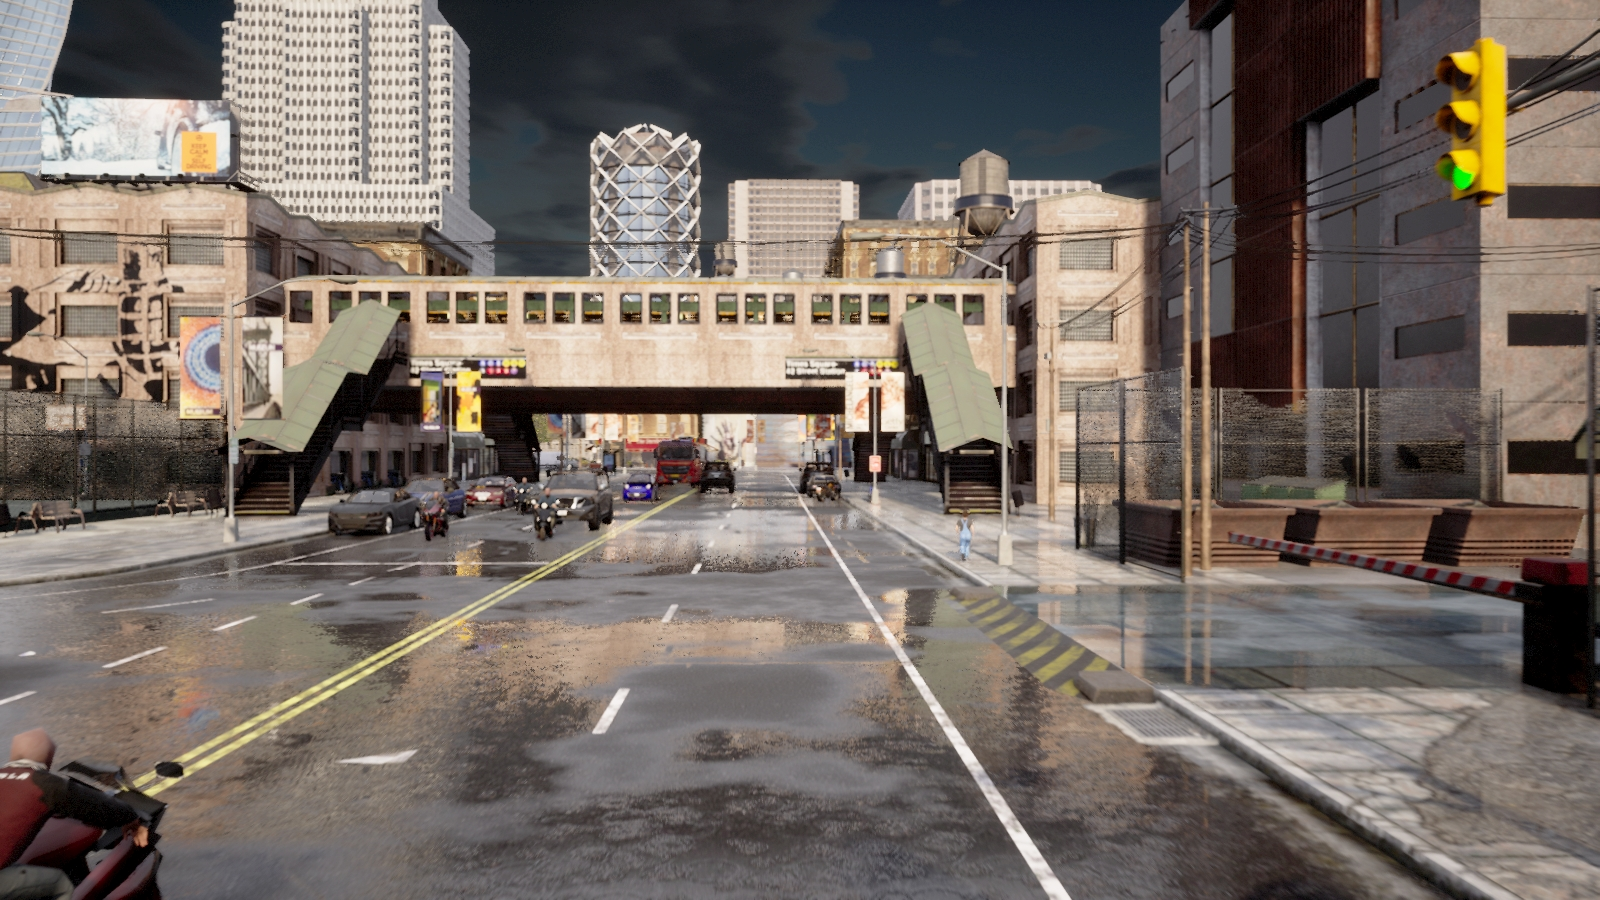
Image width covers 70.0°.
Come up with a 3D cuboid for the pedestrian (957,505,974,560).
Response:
[{"bbox_3d":[3.972,1.973,27.445,0.375,1.300,0.375,0,0,3],"label":"pedestrian"}]

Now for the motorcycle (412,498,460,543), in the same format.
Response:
[{"bbox_3d":[-11.447,2.201,36.014,0.867,1.251,2.209,0,0,-2],"label":"motorcycle"}]

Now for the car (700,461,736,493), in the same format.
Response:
[{"bbox_3d":[-5.473,1.771,76.615,2.150,2.045,5.566,0,0,-2],"label":"car"}]

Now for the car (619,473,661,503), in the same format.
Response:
[{"bbox_3d":[-8.654,2.031,62.099,1.845,1.501,3.633,0,0,-1],"label":"car"}]

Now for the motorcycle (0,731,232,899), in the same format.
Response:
[{"bbox_3d":[-3.595,2.204,5.300,0.867,1.251,2.209,0,0,-1],"label":"motorcycle"}]

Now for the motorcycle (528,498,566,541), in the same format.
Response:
[{"bbox_3d":[-7.942,2.178,35.911,0.856,1.236,1.805,0,0,-2],"label":"motorcycle"}]

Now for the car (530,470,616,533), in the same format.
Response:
[{"bbox_3d":[-8.099,1.776,41.370,2.150,2.045,5.566,0,0,-2],"label":"car"}]
